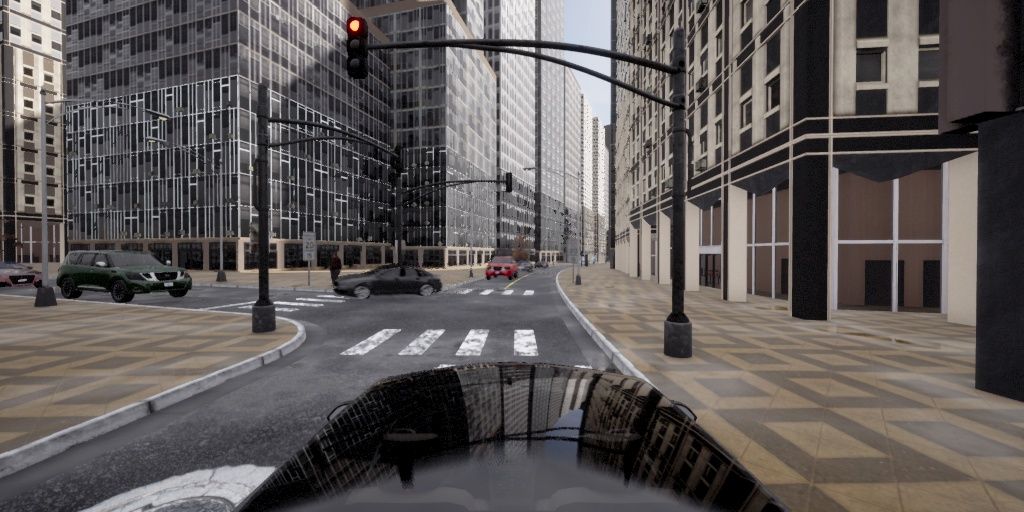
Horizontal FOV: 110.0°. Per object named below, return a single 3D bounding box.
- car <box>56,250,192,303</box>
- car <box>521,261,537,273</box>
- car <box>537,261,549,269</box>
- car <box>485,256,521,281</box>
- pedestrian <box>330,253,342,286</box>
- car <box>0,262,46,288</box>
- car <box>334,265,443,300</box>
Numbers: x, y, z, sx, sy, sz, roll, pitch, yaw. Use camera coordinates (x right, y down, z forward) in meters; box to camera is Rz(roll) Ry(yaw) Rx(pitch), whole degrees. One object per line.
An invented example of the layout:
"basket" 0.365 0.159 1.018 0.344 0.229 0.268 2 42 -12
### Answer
"car" -16.621 0.770 15.382 5.566 2.045 2.150 1 1 17
"car" 1.571 1.352 46.040 2.128 1.511 4.902 0 0 11
"car" 5.166 1.500 61.764 2.033 1.411 5.357 0 0 15
"car" -0.812 1.019 31.405 2.150 2.045 5.566 0 -1 8
"pedestrian" -9.585 0.716 19.448 0.375 1.860 0.375 0 0 16
"car" -25.808 0.981 18.035 4.181 1.385 1.994 1 1 16
"car" -5.687 1.195 16.990 4.892 1.490 1.837 3 3 -36
